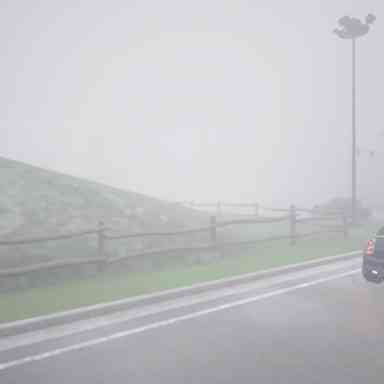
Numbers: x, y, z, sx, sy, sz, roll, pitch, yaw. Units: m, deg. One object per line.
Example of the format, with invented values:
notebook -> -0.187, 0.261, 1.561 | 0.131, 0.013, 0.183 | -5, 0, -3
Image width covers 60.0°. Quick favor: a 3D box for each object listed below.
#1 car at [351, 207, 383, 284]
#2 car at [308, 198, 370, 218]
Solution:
car -> 6.275, 1.309, 8.269 | 4.553, 1.767, 2.097 | 0, 0, -35
car -> 11.645, 1.244, 26.412 | 4.553, 1.767, 2.097 | 0, 0, 43
